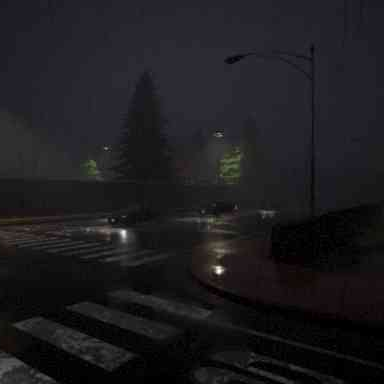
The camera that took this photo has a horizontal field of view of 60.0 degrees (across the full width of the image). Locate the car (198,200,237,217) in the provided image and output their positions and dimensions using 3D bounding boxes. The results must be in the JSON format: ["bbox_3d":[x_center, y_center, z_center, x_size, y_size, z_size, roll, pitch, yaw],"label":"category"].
[{"bbox_3d":[2.441,1.487,31.375,2.128,1.511,4.902,0,0,36],"label":"car"}]

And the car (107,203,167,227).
[{"bbox_3d":[-3.653,1.523,23.017,1.812,1.442,4.674,0,0,36],"label":"car"}]

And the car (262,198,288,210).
[{"bbox_3d":[10.622,1.487,42.418,2.128,1.511,4.902,0,0,38],"label":"car"}]
